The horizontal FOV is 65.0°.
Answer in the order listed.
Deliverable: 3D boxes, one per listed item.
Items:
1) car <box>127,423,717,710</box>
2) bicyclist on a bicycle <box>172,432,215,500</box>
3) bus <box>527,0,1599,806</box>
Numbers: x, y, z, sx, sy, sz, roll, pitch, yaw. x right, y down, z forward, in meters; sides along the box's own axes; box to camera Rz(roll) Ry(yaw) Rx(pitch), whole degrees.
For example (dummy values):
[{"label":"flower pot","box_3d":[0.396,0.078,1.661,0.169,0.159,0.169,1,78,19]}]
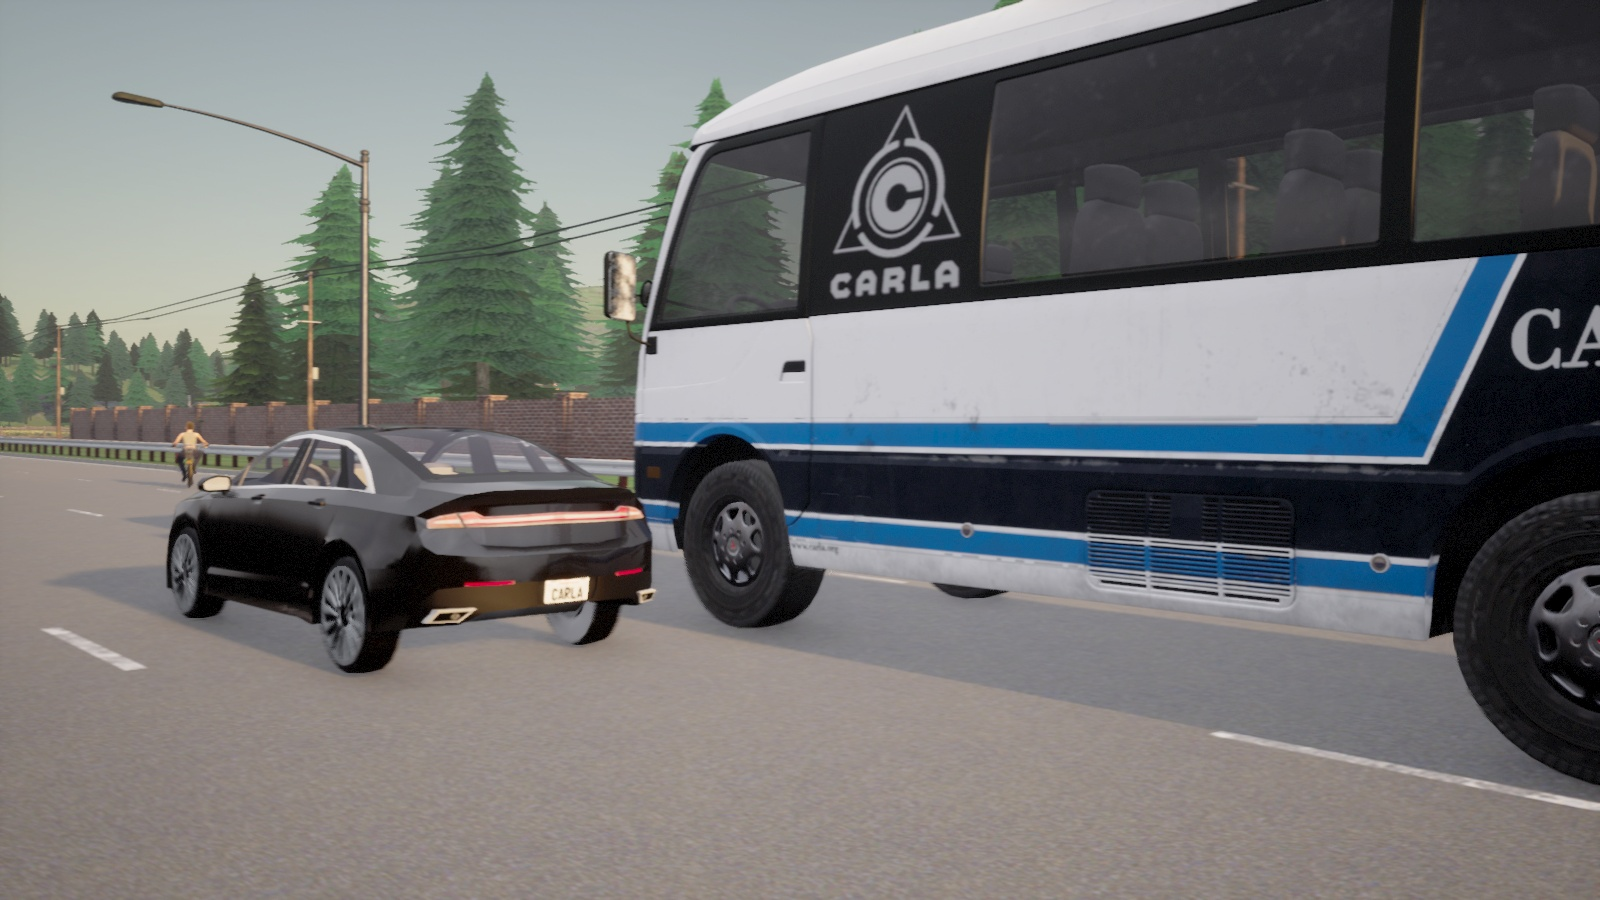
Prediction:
[{"label":"car","box_3d":[-2.997,0.589,9.138,2.128,1.511,4.902,-1,1,-43]},{"label":"bicyclist on a bicycle","box_3d":[-14.880,0.380,30.819,0.866,1.612,1.509,-2,1,-24]},{"label":"bus","box_3d":[2.685,-0.782,8.171,3.944,4.253,10.273,-1,1,-43]}]
